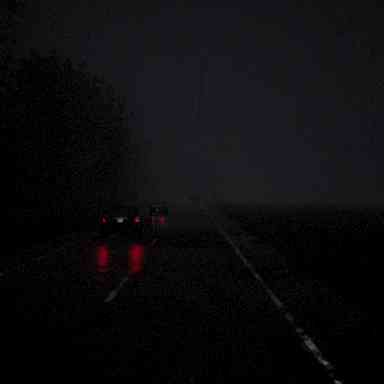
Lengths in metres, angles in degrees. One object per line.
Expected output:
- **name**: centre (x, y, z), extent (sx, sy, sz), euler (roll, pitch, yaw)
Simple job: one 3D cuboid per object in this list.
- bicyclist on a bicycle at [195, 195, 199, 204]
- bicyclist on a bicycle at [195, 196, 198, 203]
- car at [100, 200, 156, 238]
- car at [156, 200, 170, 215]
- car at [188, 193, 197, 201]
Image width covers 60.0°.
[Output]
- **bicyclist on a bicycle**: centre (0.990, 1.504, 62.010), extent (0.659, 1.776, 1.843), euler (0, 0, 0)
- **bicyclist on a bicycle**: centre (0.995, 1.606, 70.913), extent (0.582, 1.620, 1.656), euler (0, -1, 0)
- **car**: centre (-3.393, 1.391, 17.906), extent (2.097, 1.767, 4.553), euler (0, 0, 0)
- **car**: centre (-3.386, 1.567, 35.256), extent (2.128, 1.511, 4.902), euler (0, 0, 0)
- **car**: centre (0.038, 1.406, 86.974), extent (2.150, 2.045, 5.566), euler (0, 0, 0)
